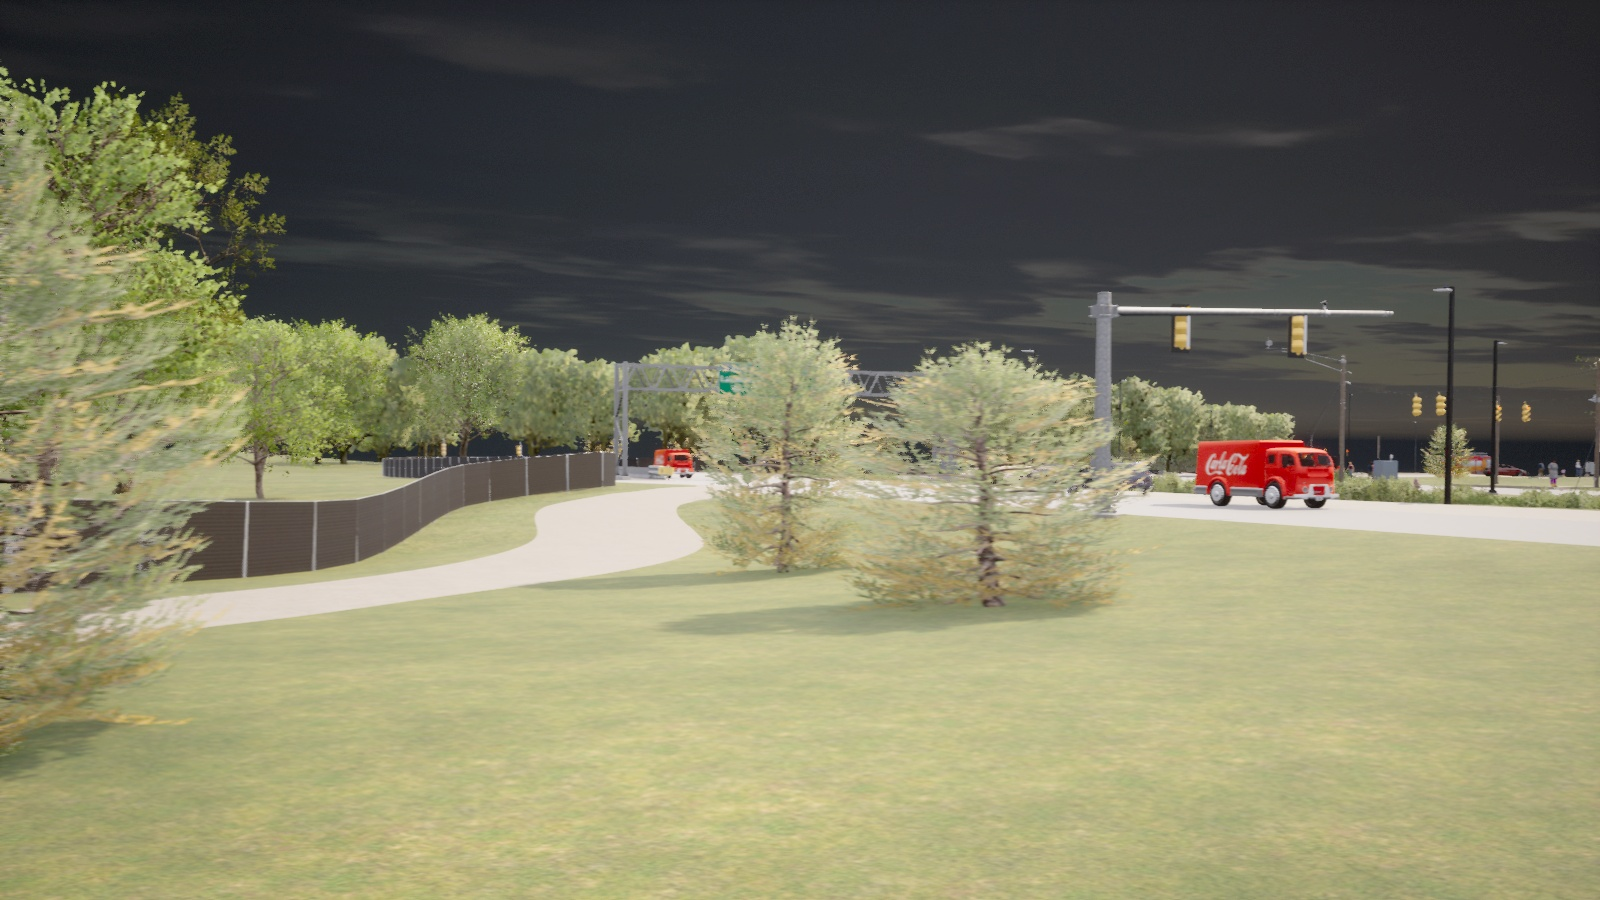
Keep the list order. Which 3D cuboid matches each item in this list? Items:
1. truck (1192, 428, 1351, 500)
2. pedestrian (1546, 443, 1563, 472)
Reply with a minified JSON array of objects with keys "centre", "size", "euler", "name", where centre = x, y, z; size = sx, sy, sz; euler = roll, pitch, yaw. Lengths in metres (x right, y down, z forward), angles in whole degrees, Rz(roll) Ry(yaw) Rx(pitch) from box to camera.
[{"centre":[17.274,0.504,46.344],"size":[2.627,2.467,5.204],"euler":[-1,0,-22],"name":"truck"},{"centre":[51.197,0.477,85.227],"size":[0.659,1.952,0.873],"euler":[0,1,2],"name":"pedestrian"}]
